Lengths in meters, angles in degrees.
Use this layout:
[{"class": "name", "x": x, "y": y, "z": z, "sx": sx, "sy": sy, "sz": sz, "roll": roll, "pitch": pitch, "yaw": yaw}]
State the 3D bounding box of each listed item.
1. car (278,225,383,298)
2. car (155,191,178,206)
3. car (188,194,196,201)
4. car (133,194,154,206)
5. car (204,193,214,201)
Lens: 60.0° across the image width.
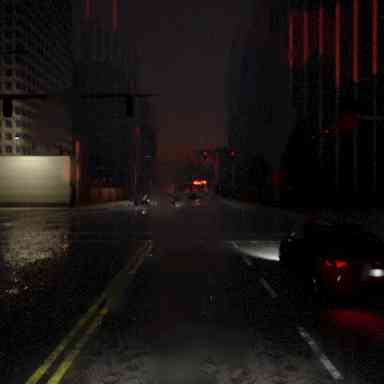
[{"class": "car", "x": 3.575, "y": 1.511, "z": 8.399, "sx": 1.994, "sy": 1.385, "sz": 4.181, "roll": 0, "pitch": 0, "yaw": 0}, {"class": "car", "x": -3.568, "y": 1.059, "z": 47.300, "sx": 2.097, "sy": 1.767, "sz": 4.553, "roll": 0, "pitch": 0, "yaw": 0}, {"class": "car", "x": 0.013, "y": 1.075, "z": 68.990, "sx": 2.033, "sy": 1.411, "sz": 5.357, "roll": 0, "pitch": 0, "yaw": 0}, {"class": "car", "x": -7.067, "y": 1.197, "z": 47.202, "sx": 2.128, "sy": 1.511, "sz": 4.902, "roll": 0, "pitch": 1, "yaw": 0}, {"class": "car", "x": 3.513, "y": 1.009, "z": 68.989, "sx": 1.812, "sy": 1.442, "sz": 4.674, "roll": 0, "pitch": 0, "yaw": 0}]
